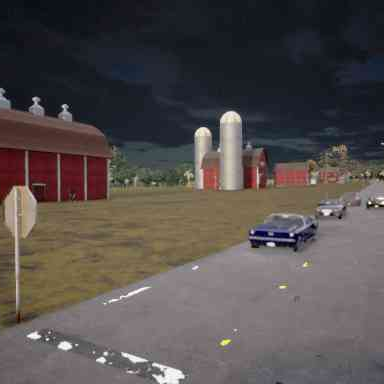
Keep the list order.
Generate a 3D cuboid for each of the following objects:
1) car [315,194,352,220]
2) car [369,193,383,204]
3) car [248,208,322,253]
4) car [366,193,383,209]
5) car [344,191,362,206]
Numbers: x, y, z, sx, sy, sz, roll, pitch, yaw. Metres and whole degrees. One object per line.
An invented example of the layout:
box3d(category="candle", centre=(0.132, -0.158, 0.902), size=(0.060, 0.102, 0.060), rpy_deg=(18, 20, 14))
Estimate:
box3d(category="car", centre=(10.807, 1.228, 25.753), size=(2.128, 1.511, 4.902), rpy_deg=(0, 1, 30))
box3d(category="car", centre=(24.144, 0.815, 43.129), size=(1.895, 1.301, 4.718), rpy_deg=(0, 1, 30))
box3d(category="car", centre=(3.947, 1.562, 13.910), size=(1.895, 1.301, 4.718), rpy_deg=(0, 1, 30))
box3d(category="car", centre=(19.200, 1.056, 34.471), size=(1.895, 1.301, 4.718), rpy_deg=(0, 1, 30))
box3d(category="car", centre=(18.820, 0.736, 39.419), size=(2.097, 1.767, 4.553), rpy_deg=(0, 1, 30))
